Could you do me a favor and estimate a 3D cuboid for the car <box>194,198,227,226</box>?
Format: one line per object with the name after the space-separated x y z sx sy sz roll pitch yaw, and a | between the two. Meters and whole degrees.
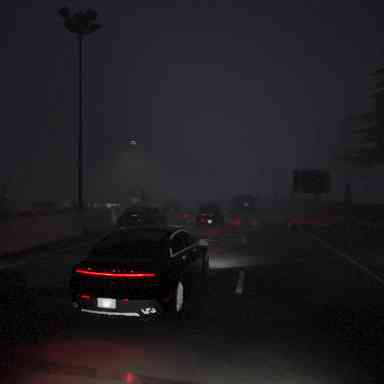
1.243 1.427 23.612 1.837 1.490 4.892 -3 4 3 | car

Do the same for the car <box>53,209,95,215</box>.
-9.228 1.584 26.705 1.994 1.385 4.181 0 0 1 | car

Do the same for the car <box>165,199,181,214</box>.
-2.210 1.517 36.263 2.128 1.511 4.902 0 0 -3 | car

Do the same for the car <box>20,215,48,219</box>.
-12.671 1.498 27.706 1.882 1.535 5.008 0 0 1 | car

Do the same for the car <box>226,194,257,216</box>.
4.875 1.243 32.439 2.150 2.045 5.566 0 0 0 | car

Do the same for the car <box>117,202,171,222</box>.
-2.629 1.518 18.200 1.837 1.490 4.892 0 0 7 | car

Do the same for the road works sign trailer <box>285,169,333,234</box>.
6.972 0.477 18.914 2.380 3.560 2.880 0 0 -14 | road works sign trailer

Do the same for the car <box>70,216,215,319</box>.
-0.818 1.507 7.518 1.837 1.490 4.892 0 -1 12 | car
